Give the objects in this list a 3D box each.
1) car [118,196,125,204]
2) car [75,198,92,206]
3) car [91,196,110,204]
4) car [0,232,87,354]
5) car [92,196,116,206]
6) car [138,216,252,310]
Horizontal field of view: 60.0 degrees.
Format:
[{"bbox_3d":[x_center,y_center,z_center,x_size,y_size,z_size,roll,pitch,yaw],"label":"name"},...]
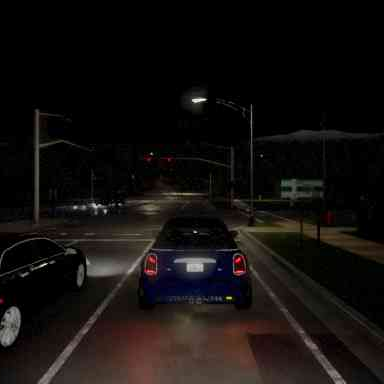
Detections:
[{"bbox_3d":[-14.314,1.504,64.612,1.837,1.490,4.892,0,0,1],"label":"car"},{"bbox_3d":[-18.000,1.601,55.809,1.895,1.301,4.718,0,0,1],"label":"car"},{"bbox_3d":[-17.800,1.491,64.890,2.128,1.511,4.902,0,0,1],"label":"car"},{"bbox_3d":[-3.442,1.505,6.092,1.837,1.490,4.892,0,0,0],"label":"car"},{"bbox_3d":[-14.509,1.505,55.238,1.837,1.490,4.892,0,0,1],"label":"car"},{"bbox_3d":[0.068,1.352,7.997,2.097,1.767,4.553,0,0,0],"label":"car"}]
